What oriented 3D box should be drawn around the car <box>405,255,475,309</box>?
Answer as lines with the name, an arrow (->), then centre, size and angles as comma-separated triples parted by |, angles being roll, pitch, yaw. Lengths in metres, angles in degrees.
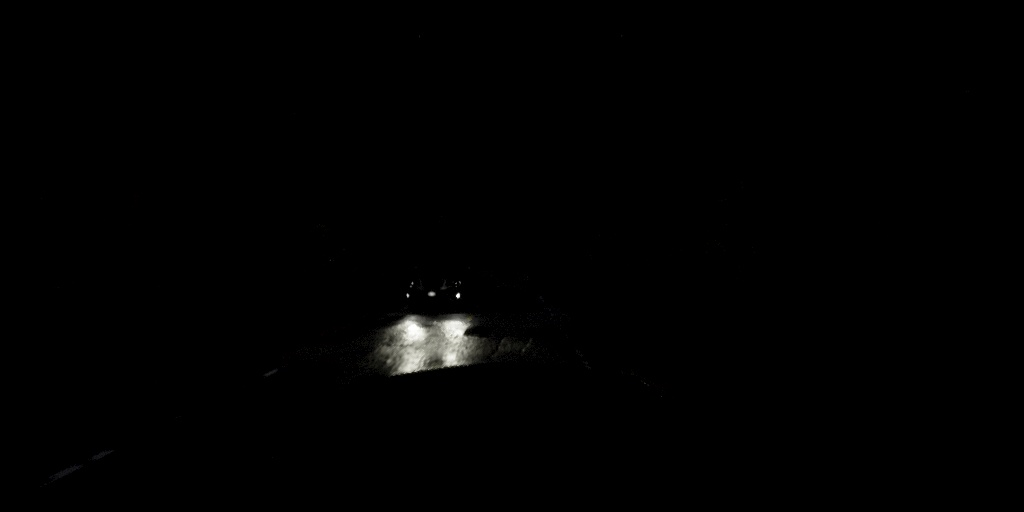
car -> -2.847, 0.986, 15.482 | 2.150, 2.045, 5.566 | 0, 0, 0
